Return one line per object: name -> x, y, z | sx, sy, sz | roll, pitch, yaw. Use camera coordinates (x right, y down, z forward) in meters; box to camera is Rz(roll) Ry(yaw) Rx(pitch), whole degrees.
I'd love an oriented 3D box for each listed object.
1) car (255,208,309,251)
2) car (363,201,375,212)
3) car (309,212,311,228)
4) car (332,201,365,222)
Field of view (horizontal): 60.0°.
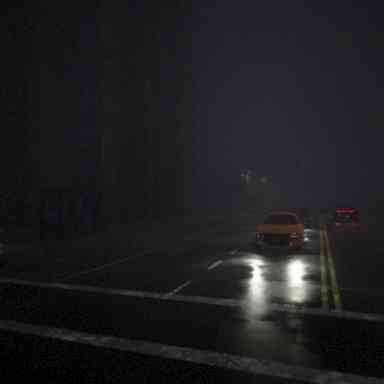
car -> 4.215, 1.683, 15.517 | 1.882, 1.535, 5.008 | -1, -1, 21
car -> 22.664, 1.909, 43.589 | 2.033, 1.411, 5.357 | -1, -1, 21
car -> 7.800, 1.861, 24.825 | 1.994, 1.385, 4.181 | -1, -1, 21
car -> 13.331, 1.768, 28.973 | 2.128, 1.511, 4.902 | -1, -1, 21
